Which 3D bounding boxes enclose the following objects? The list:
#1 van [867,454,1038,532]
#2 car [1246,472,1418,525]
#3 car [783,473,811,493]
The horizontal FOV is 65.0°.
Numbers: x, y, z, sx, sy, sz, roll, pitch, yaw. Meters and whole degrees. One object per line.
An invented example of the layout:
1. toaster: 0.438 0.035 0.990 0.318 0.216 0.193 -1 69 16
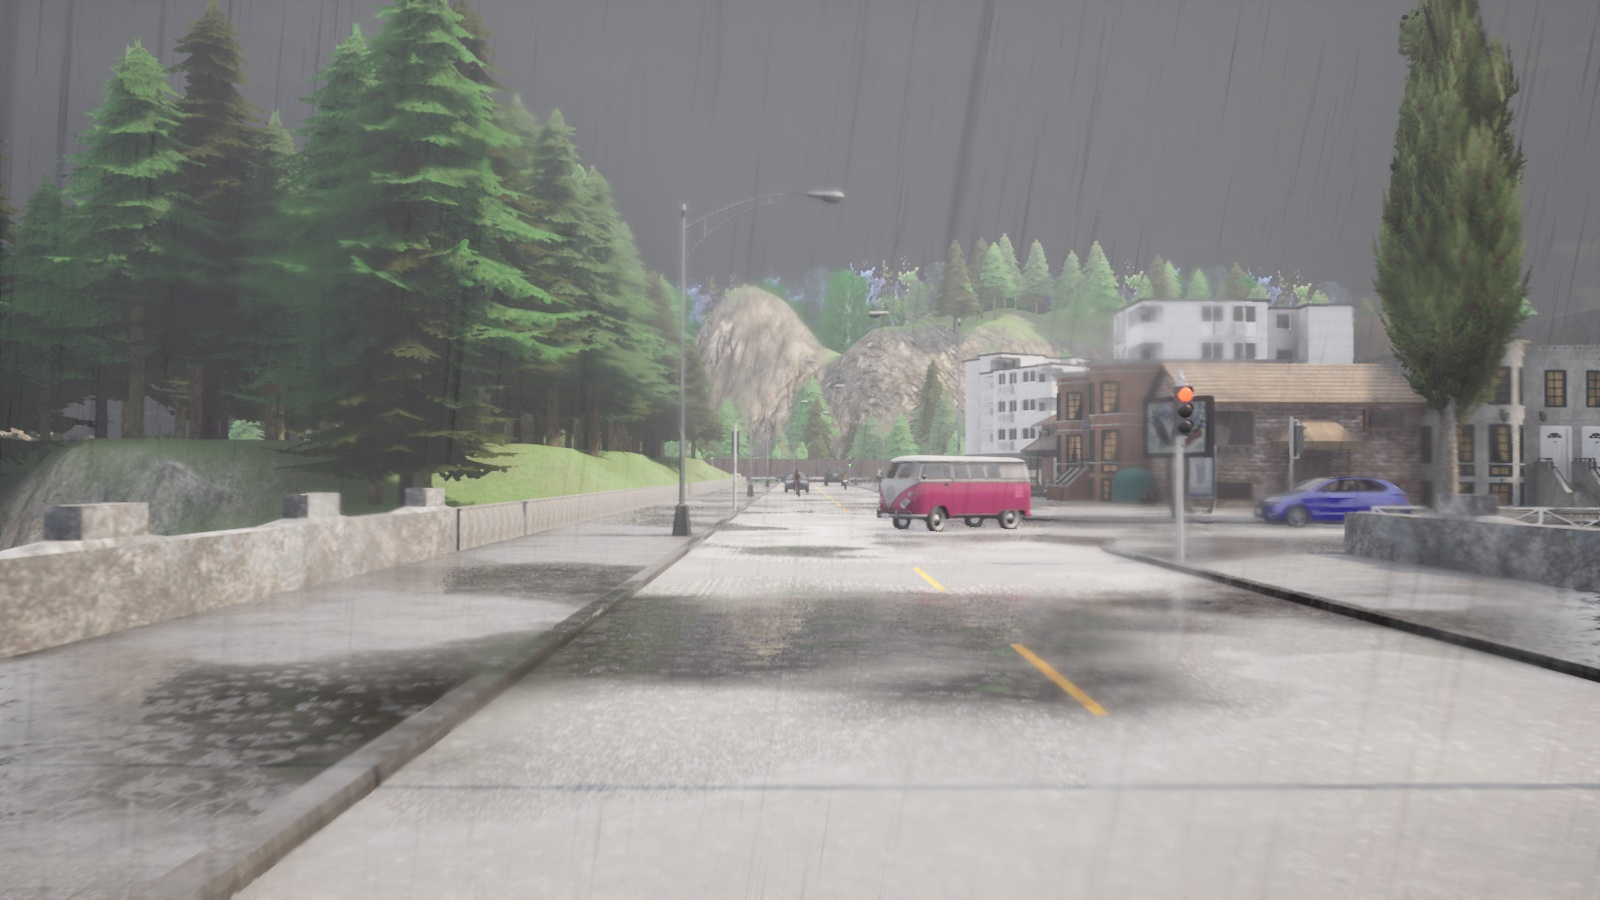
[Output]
1. van: 4.132 1.115 33.705 4.442 1.987 1.775 0 -1 -34
2. car: 15.340 1.376 36.371 4.193 1.474 1.816 0 -1 0
3. car: -0.216 2.425 93.306 2.033 1.411 5.357 0 -1 0
